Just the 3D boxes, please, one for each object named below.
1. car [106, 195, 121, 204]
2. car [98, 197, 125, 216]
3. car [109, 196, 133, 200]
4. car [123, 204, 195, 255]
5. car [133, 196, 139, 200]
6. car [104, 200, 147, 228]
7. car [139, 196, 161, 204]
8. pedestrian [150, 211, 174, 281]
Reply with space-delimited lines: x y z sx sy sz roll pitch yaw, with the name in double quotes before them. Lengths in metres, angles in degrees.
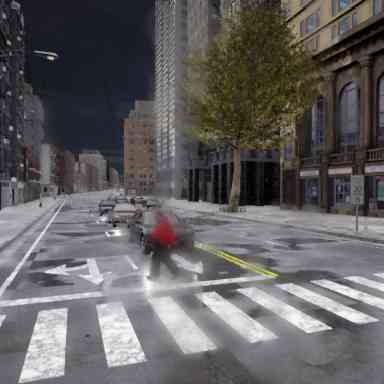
"car" -13.868 1.361 58.379 2.033 1.411 5.357 0 0 -19
"car" -8.180 1.486 32.433 2.033 1.411 5.357 0 0 -19
"car" -10.497 1.356 49.020 2.128 1.511 4.902 0 0 -20
"car" -1.418 1.461 13.613 1.882 1.535 5.008 0 0 -20
"car" -8.857 1.333 53.767 2.128 1.511 4.902 0 0 -20
"car" -4.597 1.494 22.452 1.812 1.442 4.674 0 0 -20
"car" -5.415 1.455 44.369 1.994 1.385 4.181 0 0 -19
"pedestrian" -0.754 1.285 8.302 0.375 1.860 0.375 -1 1 -20
